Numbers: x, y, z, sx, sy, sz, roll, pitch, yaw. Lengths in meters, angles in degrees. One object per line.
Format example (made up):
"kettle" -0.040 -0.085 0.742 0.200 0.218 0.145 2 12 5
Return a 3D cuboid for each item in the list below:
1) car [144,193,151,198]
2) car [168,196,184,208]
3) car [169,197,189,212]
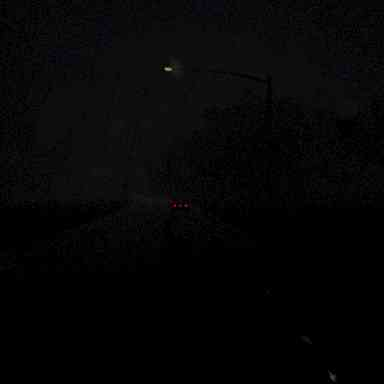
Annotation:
"car" -11.848 0.945 88.133 2.033 1.411 5.357 0 0 -10
"car" -2.257 1.332 45.535 2.033 1.411 5.357 0 0 -5
"car" -1.335 1.399 35.728 2.033 1.411 5.357 0 0 -5
